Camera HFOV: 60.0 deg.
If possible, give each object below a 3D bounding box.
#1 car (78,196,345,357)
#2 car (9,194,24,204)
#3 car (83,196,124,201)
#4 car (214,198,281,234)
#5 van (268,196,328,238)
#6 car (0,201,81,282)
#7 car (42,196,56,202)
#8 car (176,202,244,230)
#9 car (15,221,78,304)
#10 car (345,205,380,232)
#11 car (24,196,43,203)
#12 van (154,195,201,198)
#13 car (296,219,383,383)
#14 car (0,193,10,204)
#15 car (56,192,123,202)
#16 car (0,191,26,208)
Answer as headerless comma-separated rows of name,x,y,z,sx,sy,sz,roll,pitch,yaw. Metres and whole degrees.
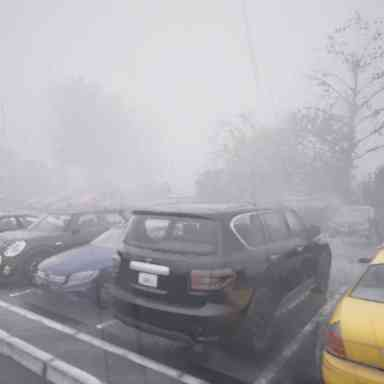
car,0.992,1.199,6.377,2.435,2.045,5.566,0,0,35
car,-14.837,1.131,33.004,2.231,1.521,4.892,1,1,35
car,-5.729,1.360,26.523,2.097,1.535,5.008,2,1,35
car,3.474,1.305,19.957,2.185,1.767,4.553,0,0,35
van,5.963,1.215,18.372,1.878,1.987,4.442,0,0,35
car,-3.615,1.306,9.650,2.185,1.767,4.553,0,0,35
car,-10.356,1.275,29.779,2.163,1.488,4.792,1,1,35
car,1.310,1.451,21.570,2.163,1.488,4.792,0,0,35
car,-1.328,1.481,7.992,2.002,1.452,4.674,0,0,35
car,8.202,1.451,16.646,2.231,1.521,4.892,0,0,35
car,-12.659,1.216,31.413,2.163,1.488,4.792,1,1,35
van,-1.081,1.187,23.083,1.878,1.987,4.442,0,0,35
car,3.387,1.457,4.871,1.946,1.575,5.366,0,0,35
car,-19.550,1.009,36.335,2.097,1.535,5.008,1,1,35
car,-8.049,1.053,28.142,2.435,2.045,5.566,1,1,35
car,-21.764,0.827,37.874,2.185,1.767,4.553,1,1,35
